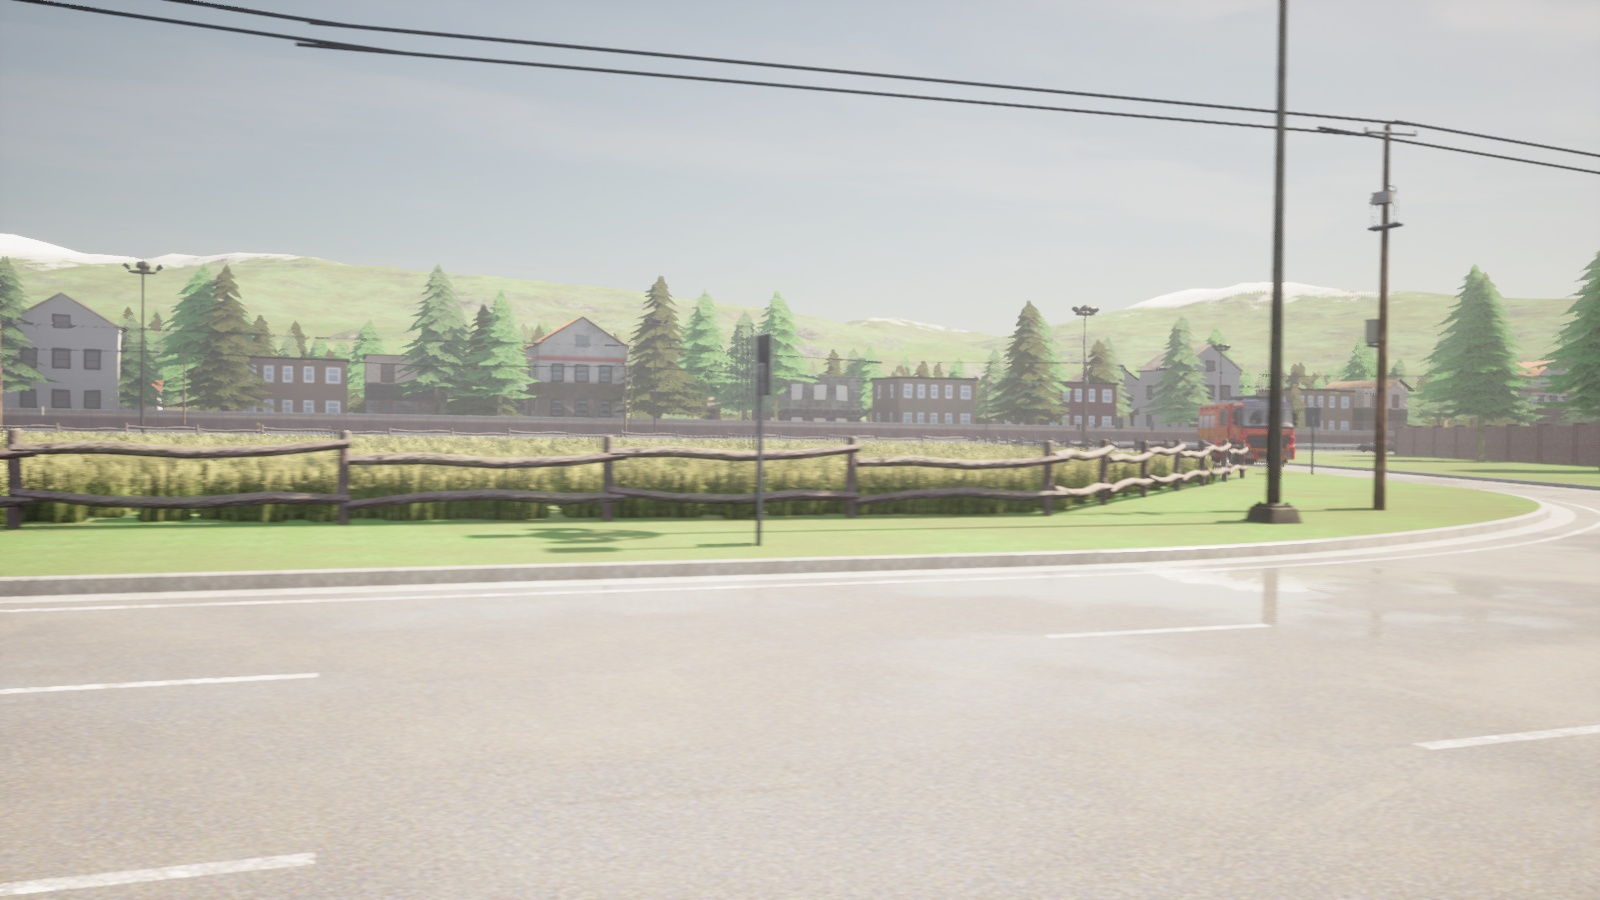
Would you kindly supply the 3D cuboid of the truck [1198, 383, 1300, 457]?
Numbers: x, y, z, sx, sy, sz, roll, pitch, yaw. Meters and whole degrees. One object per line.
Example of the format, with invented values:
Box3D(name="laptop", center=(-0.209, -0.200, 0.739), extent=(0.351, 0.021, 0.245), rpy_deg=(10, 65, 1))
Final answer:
Box3D(name="truck", center=(24.592, -1.607, 69.228), extent=(2.891, 3.827, 8.468), rpy_deg=(0, 1, 2))
